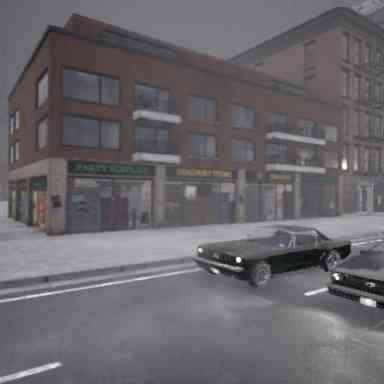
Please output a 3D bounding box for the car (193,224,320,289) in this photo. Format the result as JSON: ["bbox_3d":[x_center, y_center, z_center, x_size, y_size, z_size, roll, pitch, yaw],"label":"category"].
[{"bbox_3d":[2.387,1.623,9.361,4.718,1.301,1.895,0,0,-35],"label":"car"}]

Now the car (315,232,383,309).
[{"bbox_3d":[5.309,1.585,7.449,5.357,1.411,2.033,0,0,-35],"label":"car"}]
